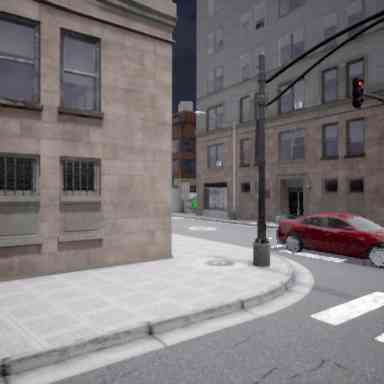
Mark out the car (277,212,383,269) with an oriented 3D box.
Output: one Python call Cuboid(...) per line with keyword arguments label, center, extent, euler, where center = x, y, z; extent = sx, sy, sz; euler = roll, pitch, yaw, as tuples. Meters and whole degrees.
Cuboid(label="car", center=(5.296, 1.489, 11.556), extent=(1.882, 1.535, 5.008), euler=(0, 0, -36))
